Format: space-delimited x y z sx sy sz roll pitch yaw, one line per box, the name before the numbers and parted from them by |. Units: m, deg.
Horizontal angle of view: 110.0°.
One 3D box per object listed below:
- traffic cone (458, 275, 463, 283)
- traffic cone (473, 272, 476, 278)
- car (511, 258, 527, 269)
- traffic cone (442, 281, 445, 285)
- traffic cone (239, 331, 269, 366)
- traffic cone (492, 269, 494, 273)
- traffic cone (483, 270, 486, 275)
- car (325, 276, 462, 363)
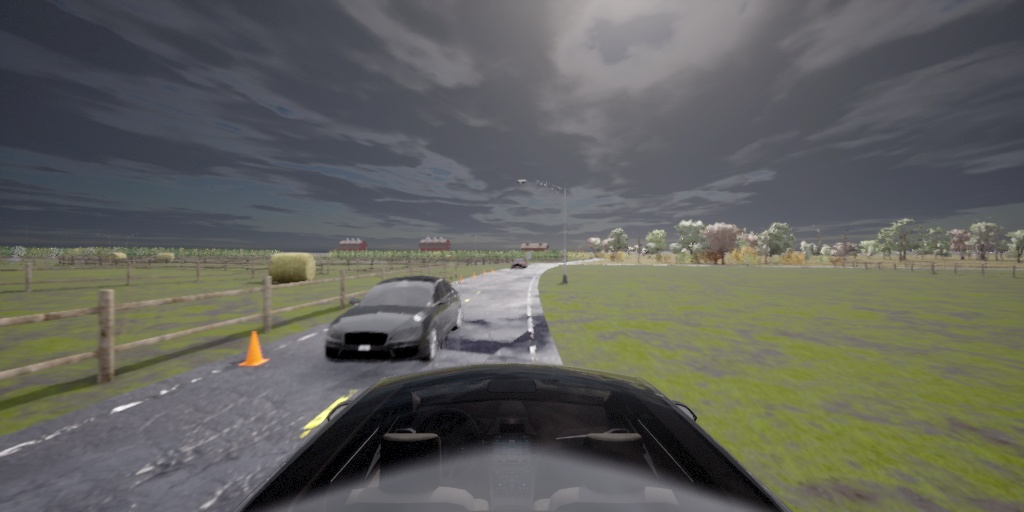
traffic cone | -3.798 1.690 26.788 0.340 0.580 0.340 0 0 5
traffic cone | -3.354 1.690 31.808 0.340 0.580 0.340 0 0 5
car | 1.164 1.095 56.443 2.097 1.767 4.553 0 0 8
traffic cone | -4.163 1.691 21.763 0.340 0.580 0.340 0 0 4
traffic cone | -4.788 1.693 6.660 0.340 0.580 0.340 0 0 1
traffic cone | -2.231 1.691 41.823 0.340 0.580 0.340 0 0 7
traffic cone | -2.832 1.691 36.820 0.340 0.580 0.340 0 0 6
car | -2.343 1.248 8.263 1.837 1.490 4.892 0 0 1
